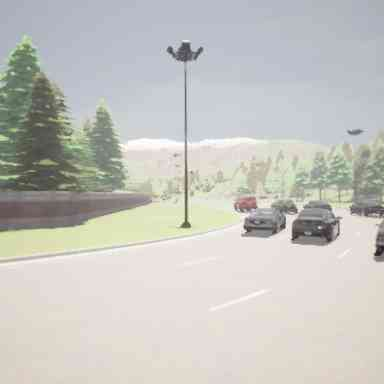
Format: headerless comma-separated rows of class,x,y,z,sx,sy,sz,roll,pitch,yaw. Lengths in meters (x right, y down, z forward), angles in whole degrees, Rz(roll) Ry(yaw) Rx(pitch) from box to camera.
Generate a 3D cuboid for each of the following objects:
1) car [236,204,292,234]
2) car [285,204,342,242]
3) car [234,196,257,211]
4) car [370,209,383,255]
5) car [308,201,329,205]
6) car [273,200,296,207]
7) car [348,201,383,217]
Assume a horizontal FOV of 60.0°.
car,4.594,1.724,20.585,2.033,1.411,5.357,-1,-1,24
car,6.523,1.637,17.326,1.837,1.490,4.892,0,0,30
car,7.165,1.618,44.679,2.150,2.045,5.566,0,-1,-5
car,8.282,1.625,13.082,2.033,1.411,5.357,-1,-1,31
car,14.438,1.791,38.537,1.837,1.490,4.892,0,-1,-2
car,10.877,1.676,39.790,2.097,1.767,4.553,0,-1,-2
car,17.944,1.728,34.391,1.837,1.490,4.892,1,-1,1
